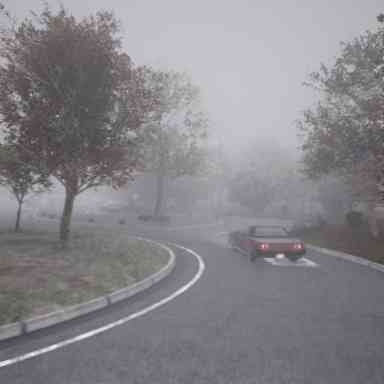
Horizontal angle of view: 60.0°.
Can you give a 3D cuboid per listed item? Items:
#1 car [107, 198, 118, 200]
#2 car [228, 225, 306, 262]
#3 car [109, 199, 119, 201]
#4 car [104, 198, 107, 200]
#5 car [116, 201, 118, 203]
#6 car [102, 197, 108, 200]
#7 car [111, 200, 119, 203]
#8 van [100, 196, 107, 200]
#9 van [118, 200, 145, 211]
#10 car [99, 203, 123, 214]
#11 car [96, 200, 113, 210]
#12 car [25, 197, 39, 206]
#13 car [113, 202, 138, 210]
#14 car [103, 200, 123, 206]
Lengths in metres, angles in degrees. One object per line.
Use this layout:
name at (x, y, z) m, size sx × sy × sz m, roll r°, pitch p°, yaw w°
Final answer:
car at (-16.568, 2.944, 77.269) m, size 5.008 × 1.535 × 2.097 m, roll 2°, pitch 0°, yaw -22°
car at (2.868, 2.026, 13.942) m, size 1.895 × 1.301 × 4.718 m, roll 1°, pitch -2°, yaw -7°
car at (-15.527, 2.964, 74.697) m, size 4.892 × 1.521 × 2.231 m, roll 2°, pitch 0°, yaw -22°
car at (-18.682, 2.948, 82.402) m, size 4.674 × 1.452 × 2.002 m, roll 2°, pitch 0°, yaw -22°
car at (-12.337, 3.050, 67.006) m, size 4.792 × 1.488 × 2.163 m, roll 2°, pitch 0°, yaw -22°
car at (-19.736, 2.890, 84.969) m, size 5.008 × 1.535 × 2.097 m, roll 2°, pitch 0°, yaw -22°
car at (-13.589, 2.992, 69.494) m, size 5.366 × 1.575 × 1.946 m, roll 2°, pitch 0°, yaw -22°
van at (-21.722, 2.633, 90.154) m, size 4.442 × 1.987 × 1.878 m, roll 2°, pitch 0°, yaw -22°
van at (-11.413, 2.810, 64.386) m, size 4.442 × 1.987 × 1.878 m, roll 2°, pitch 0°, yaw -22°
car at (-13.872, 2.971, 56.865) m, size 1.895 × 1.301 × 4.718 m, roll 2°, pitch -2°, yaw -31°
car at (-17.316, 2.892, 65.674) m, size 1.812 × 1.442 × 4.674 m, roll 2°, pitch 0°, yaw -22°
car at (-34.367, 2.305, 70.991) m, size 1.812 × 1.442 × 4.674 m, roll 2°, pitch -1°, yaw -22°
car at (-14.443, 3.012, 72.143) m, size 4.792 × 1.488 × 2.163 m, roll 2°, pitch 0°, yaw -22°
car at (-20.789, 2.913, 87.540) m, size 4.674 × 1.452 × 2.002 m, roll 2°, pitch 0°, yaw -22°
